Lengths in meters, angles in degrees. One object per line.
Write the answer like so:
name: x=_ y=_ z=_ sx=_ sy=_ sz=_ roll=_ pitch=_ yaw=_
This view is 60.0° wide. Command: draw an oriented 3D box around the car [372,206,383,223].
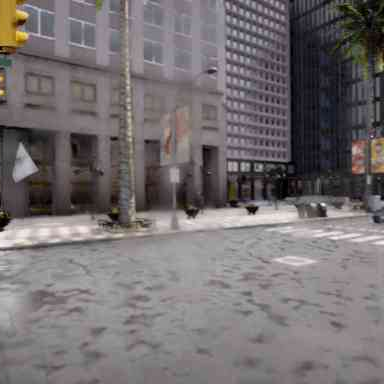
car: x=14.025 y=1.351 z=22.351 sx=4.674 sy=1.442 sz=1.812 roll=-1 pitch=0 yaw=-34
